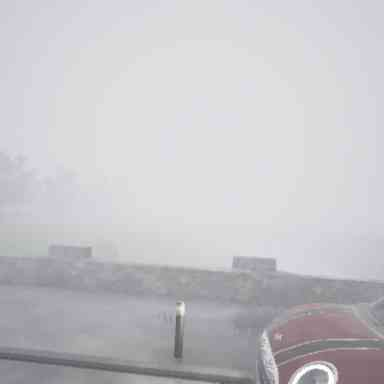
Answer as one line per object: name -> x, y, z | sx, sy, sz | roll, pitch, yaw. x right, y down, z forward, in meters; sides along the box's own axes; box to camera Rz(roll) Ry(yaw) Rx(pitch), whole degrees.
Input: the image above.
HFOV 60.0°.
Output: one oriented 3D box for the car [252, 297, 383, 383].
car -> 2.965, 1.716, 3.398 | 4.553, 1.767, 2.097 | 3, -1, 7
